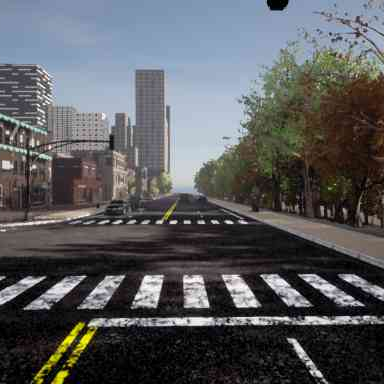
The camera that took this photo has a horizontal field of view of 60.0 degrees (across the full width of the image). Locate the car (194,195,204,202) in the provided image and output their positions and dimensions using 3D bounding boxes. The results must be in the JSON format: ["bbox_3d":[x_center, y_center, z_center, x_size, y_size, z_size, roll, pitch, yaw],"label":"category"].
[{"bbox_3d":[1.508,1.470,72.992,1.837,1.490,4.892,0,0,-1],"label":"car"}]

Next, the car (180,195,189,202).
[{"bbox_3d":[-1.751,1.447,74.245,1.882,1.535,5.008,0,0,-1],"label":"car"}]

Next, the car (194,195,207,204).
[{"bbox_3d":[1.851,1.454,62.887,1.882,1.535,5.008,0,0,-1],"label":"car"}]

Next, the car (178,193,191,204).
[{"bbox_3d":[-1.397,1.198,62.824,2.150,2.045,5.566,0,0,-1],"label":"car"}]

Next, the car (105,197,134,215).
[{"bbox_3d":[-7.394,1.495,33.420,1.837,1.490,4.892,0,0,-1],"label":"car"}]

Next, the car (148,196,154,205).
[{"bbox_3d":[-7.987,1.468,59.684,2.128,1.511,4.902,0,0,-1],"label":"car"}]

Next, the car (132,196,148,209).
[{"bbox_3d":[-7.688,1.335,45.793,2.097,1.767,4.553,0,0,-1],"label":"car"}]
